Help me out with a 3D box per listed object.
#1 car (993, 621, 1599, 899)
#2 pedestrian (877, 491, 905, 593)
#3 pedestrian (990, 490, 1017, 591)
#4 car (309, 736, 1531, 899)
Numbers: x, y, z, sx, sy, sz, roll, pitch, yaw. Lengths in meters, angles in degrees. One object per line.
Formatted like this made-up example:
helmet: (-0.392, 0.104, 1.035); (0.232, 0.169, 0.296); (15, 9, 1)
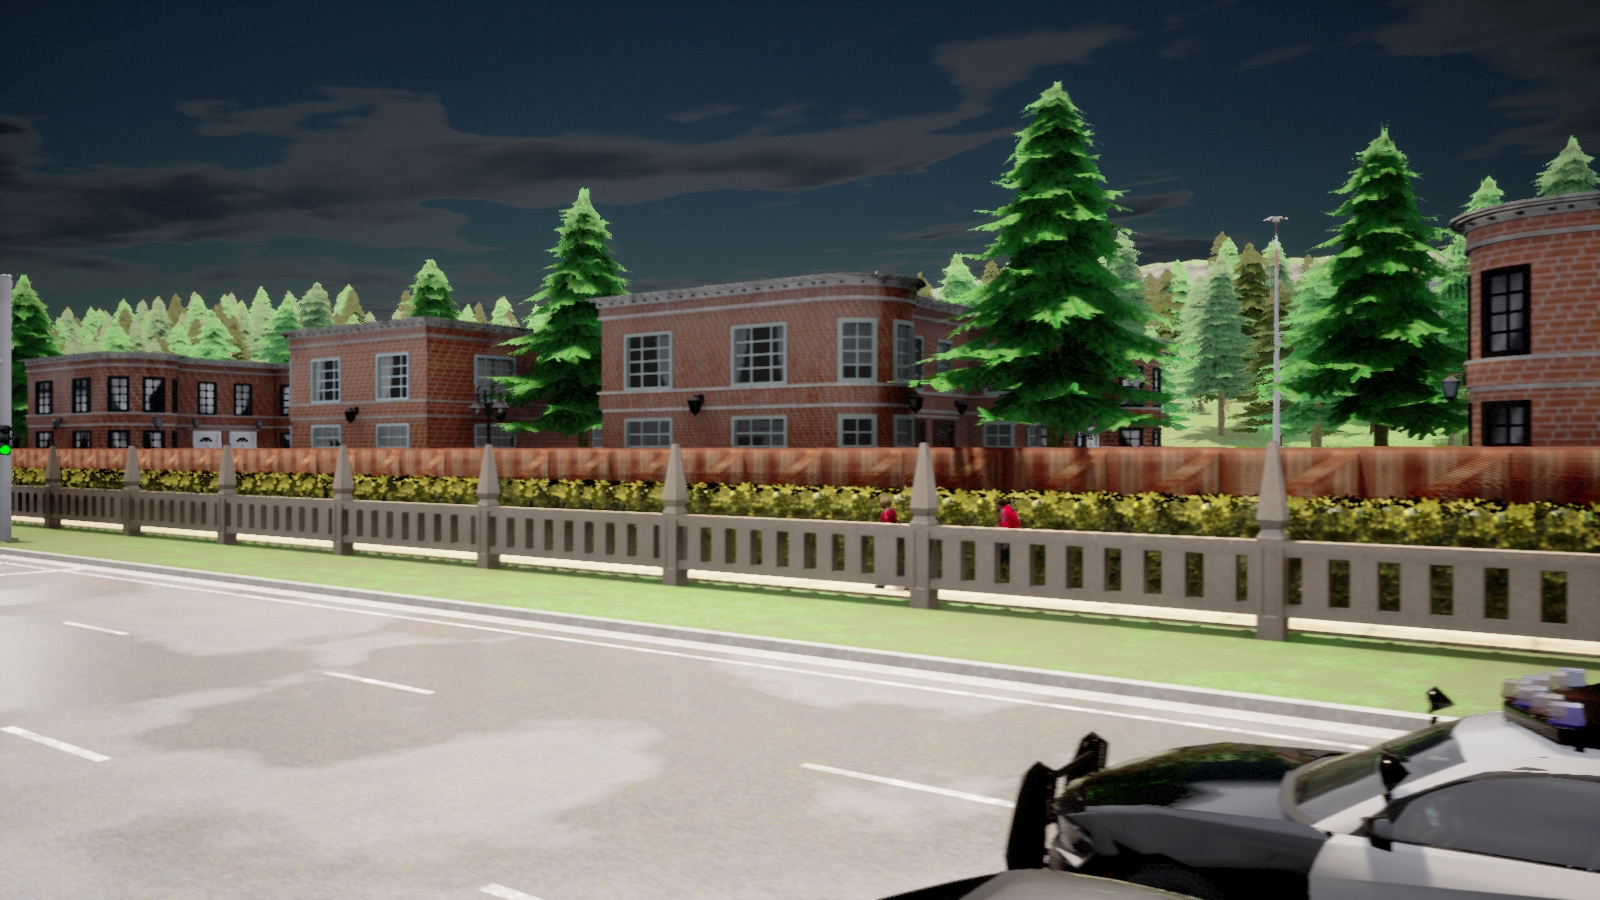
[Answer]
car: (3.771, 1.982, 5.417); (5.238, 1.638, 2.097); (0, 0, 35)
pedestrian: (1.696, 1.699, 21.297); (0.375, 1.860, 0.375); (0, 0, 35)
pedestrian: (3.850, 1.698, 21.581); (0.375, 1.860, 0.375); (0, 0, 36)
car: (0.595, 2.065, 3.356); (4.193, 1.474, 1.816); (0, 0, 35)
